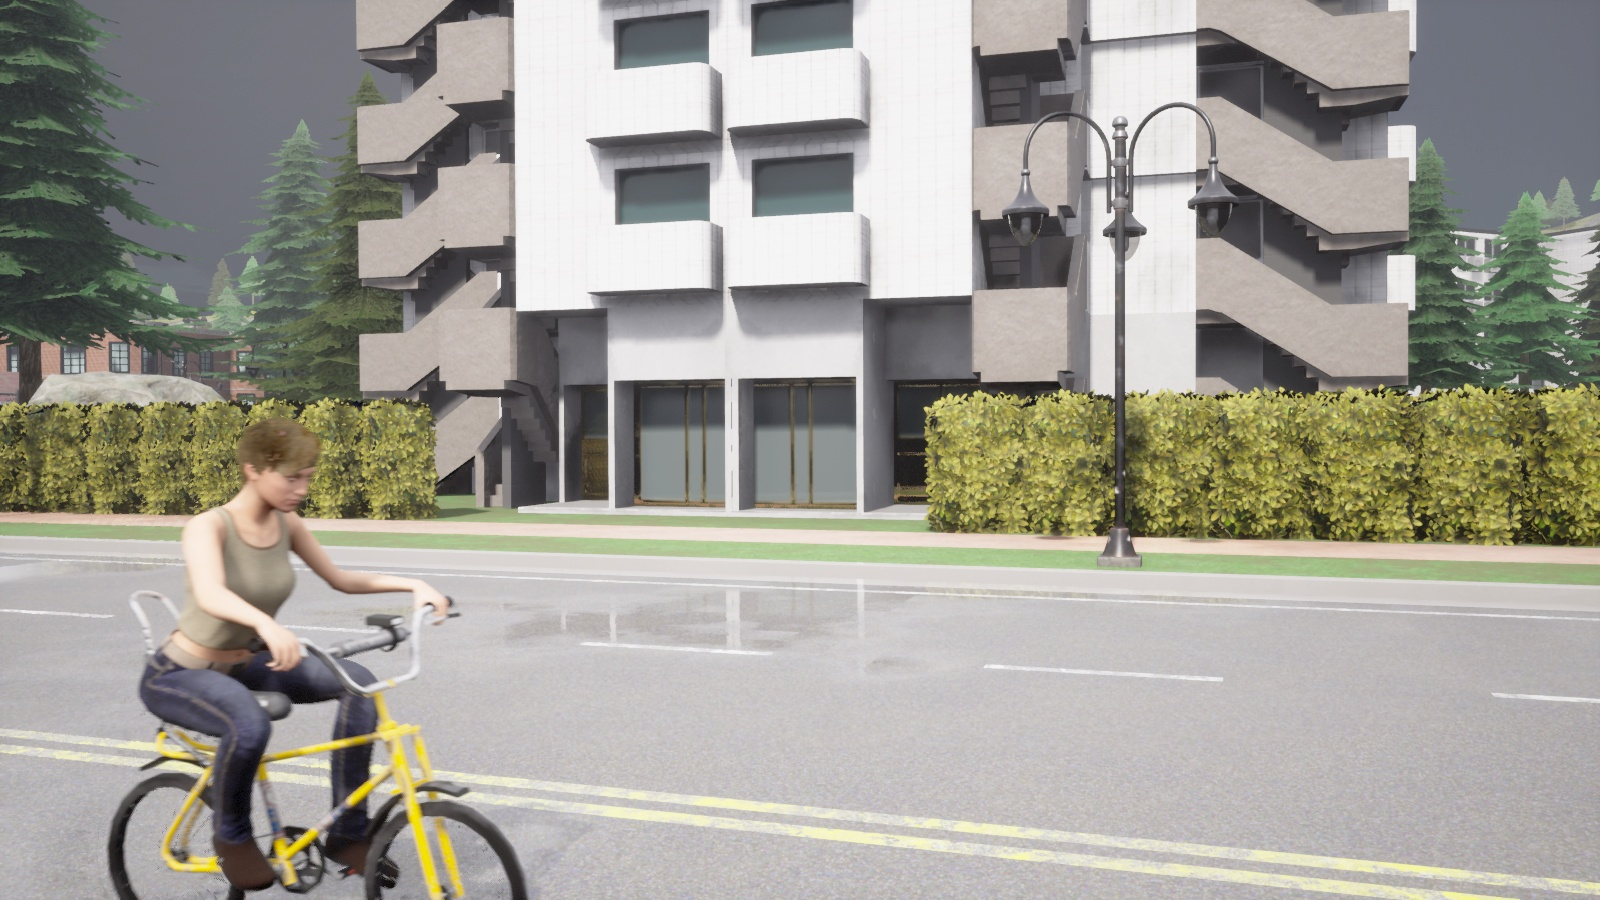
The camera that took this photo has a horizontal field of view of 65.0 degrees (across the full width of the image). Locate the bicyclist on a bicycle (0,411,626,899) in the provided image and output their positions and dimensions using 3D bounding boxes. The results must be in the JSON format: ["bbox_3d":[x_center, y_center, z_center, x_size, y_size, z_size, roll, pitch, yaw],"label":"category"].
[{"bbox_3d":[-1.385,0.699,3.652,1.509,1.612,0.866,1,1,19],"label":"bicyclist on a bicycle"}]
